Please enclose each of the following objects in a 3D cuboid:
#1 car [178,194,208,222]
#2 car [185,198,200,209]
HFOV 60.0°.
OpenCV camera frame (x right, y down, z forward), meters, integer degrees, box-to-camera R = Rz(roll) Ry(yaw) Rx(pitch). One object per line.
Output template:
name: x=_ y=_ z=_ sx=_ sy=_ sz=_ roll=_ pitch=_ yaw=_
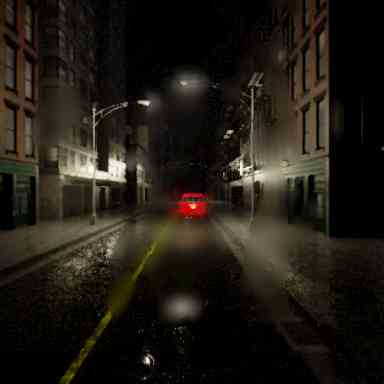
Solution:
car: x=0.091 y=1.179 z=26.369 sx=2.150 sy=2.045 sz=5.566 roll=0 pitch=0 yaw=0
car: x=0.090 y=1.525 z=45.431 sx=1.895 sy=1.301 sz=4.718 roll=0 pitch=0 yaw=0
